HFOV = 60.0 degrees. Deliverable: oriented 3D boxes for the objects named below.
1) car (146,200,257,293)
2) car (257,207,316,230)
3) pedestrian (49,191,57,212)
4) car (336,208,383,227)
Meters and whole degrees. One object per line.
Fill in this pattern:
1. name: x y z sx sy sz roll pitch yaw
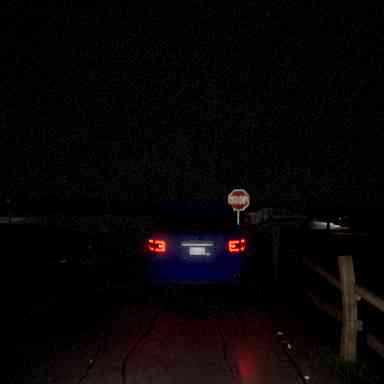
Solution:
1. car: 0.083 1.214 8.992 2.150 2.045 5.566 0 0 0
2. car: 6.083 1.824 22.952 4.674 1.442 1.812 2 3 0
3. pedestrian: -12.080 0.778 28.947 0.375 1.860 0.375 0 1 0
4. car: 13.516 1.951 25.847 4.181 1.385 1.994 2 3 1
